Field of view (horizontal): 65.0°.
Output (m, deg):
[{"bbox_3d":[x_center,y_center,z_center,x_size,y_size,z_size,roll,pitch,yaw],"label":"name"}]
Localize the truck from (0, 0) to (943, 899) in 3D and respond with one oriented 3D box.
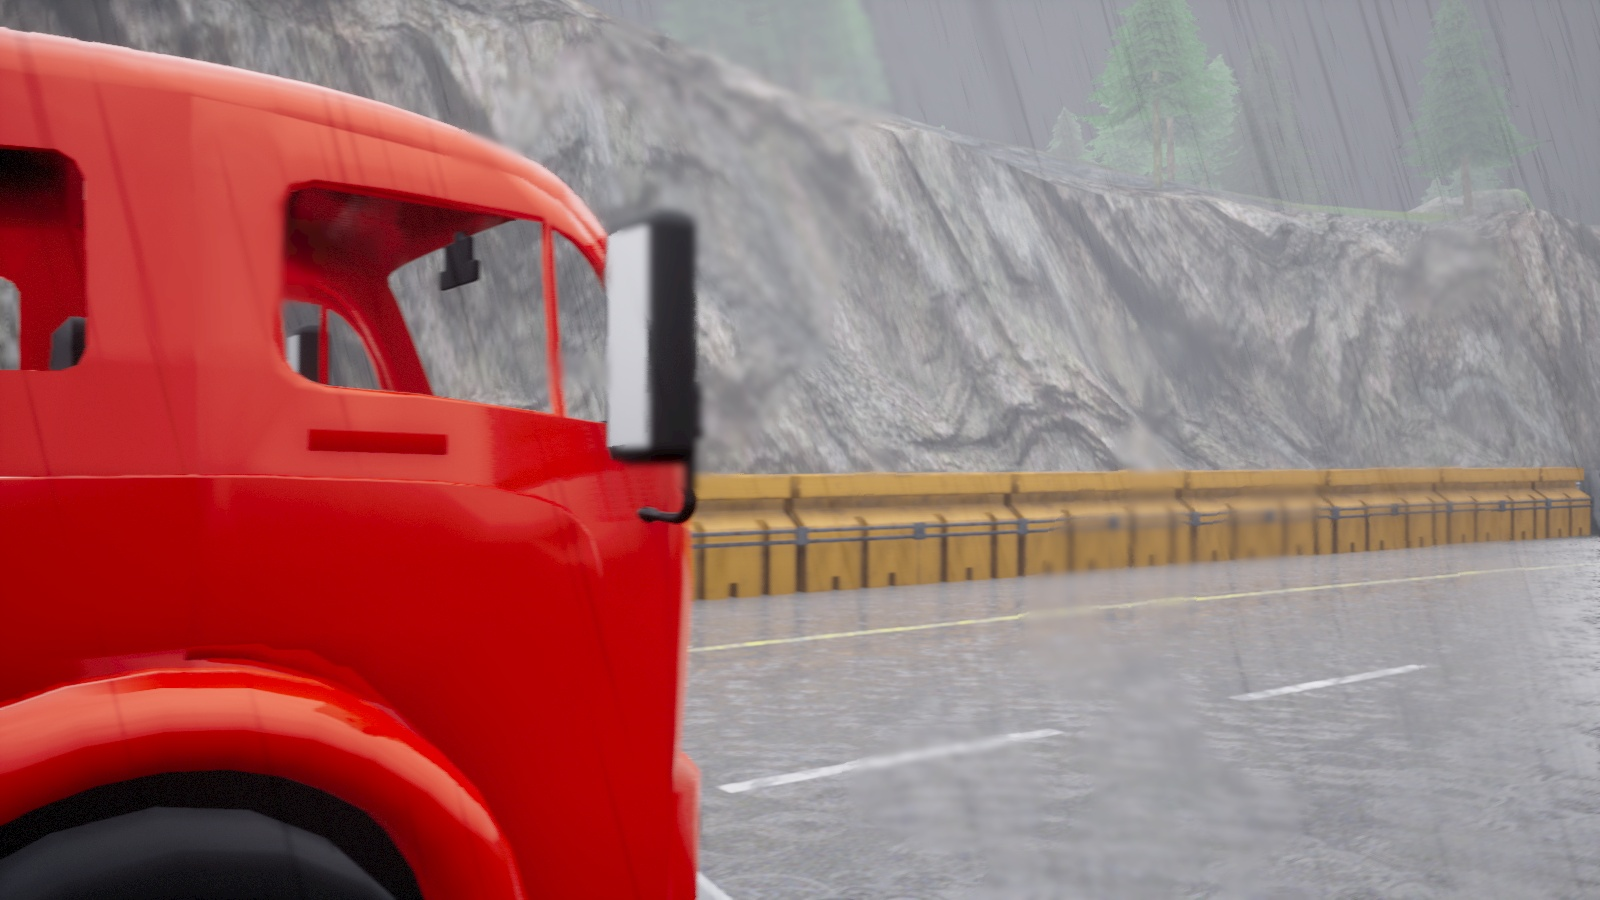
[{"bbox_3d":[-2.634,0.271,1.828,5.204,2.467,2.627,0,0,-35],"label":"truck"}]
